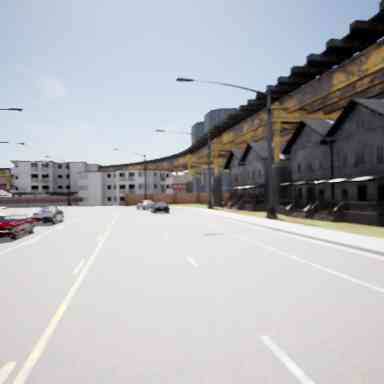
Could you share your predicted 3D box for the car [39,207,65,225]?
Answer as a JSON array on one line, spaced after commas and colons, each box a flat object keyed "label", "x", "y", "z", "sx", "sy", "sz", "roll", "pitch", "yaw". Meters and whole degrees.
[{"label": "car", "x": -12.269, "y": 2.009, "z": 28.587, "sx": 2.033, "sy": 1.411, "sz": 5.357, "roll": -1, "pitch": 0, "yaw": -10}]

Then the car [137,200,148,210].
[{"label": "car", "x": -7.040, "y": 2.038, "z": 51.204, "sx": 1.812, "sy": 1.442, "sz": 4.674, "roll": -1, "pitch": 0, "yaw": -28}]

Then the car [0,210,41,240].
[{"label": "car", "x": -10.509, "y": 1.958, "z": 19.131, "sx": 1.895, "sy": 1.301, "sz": 4.718, "roll": -1, "pitch": 0, "yaw": -11}]

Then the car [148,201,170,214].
[{"label": "car", "x": -4.040, "y": 1.948, "z": 41.981, "sx": 1.994, "sy": 1.385, "sz": 4.181, "roll": -1, "pitch": 0, "yaw": -14}]
